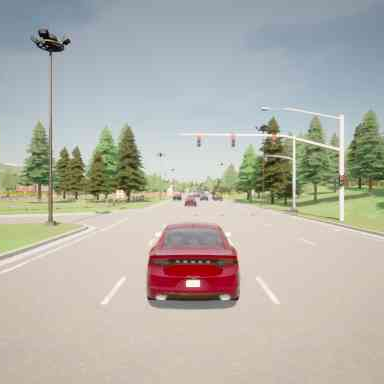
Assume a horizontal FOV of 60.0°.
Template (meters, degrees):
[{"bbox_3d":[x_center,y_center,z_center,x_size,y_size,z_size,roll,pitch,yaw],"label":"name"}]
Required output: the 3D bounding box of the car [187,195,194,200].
[{"bbox_3d":[-0.364,1.427,94.062,1.895,1.301,4.718,0,0,0],"label":"car"}]

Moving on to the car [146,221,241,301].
[{"bbox_3d":[0.031,1.478,8.398,1.882,1.535,5.008,0,0,0],"label":"car"}]

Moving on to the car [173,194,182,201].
[{"bbox_3d":[-3.824,1.469,83.599,1.882,1.535,5.008,0,0,0],"label":"car"}]

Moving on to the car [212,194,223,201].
[{"bbox_3d":[6.676,1.516,83.640,2.128,1.511,4.902,0,0,0],"label":"car"}]

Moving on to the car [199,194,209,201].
[{"bbox_3d":[3.175,1.516,84.043,1.812,1.442,4.674,0,0,0],"label":"car"}]

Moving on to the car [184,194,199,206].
[{"bbox_3d":[-0.204,1.525,53.000,1.812,1.442,4.674,0,0,0],"label":"car"}]

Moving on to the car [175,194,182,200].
[{"bbox_3d":[-3.864,1.310,94.019,1.882,1.535,5.008,0,0,0],"label":"car"}]

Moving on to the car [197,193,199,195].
[{"bbox_3d":[3.136,1.357,94.046,2.128,1.511,4.902,0,0,0],"label":"car"}]

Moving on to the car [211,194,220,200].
[{"bbox_3d":[6.636,1.372,94.060,2.033,1.411,5.357,0,0,0],"label":"car"}]
